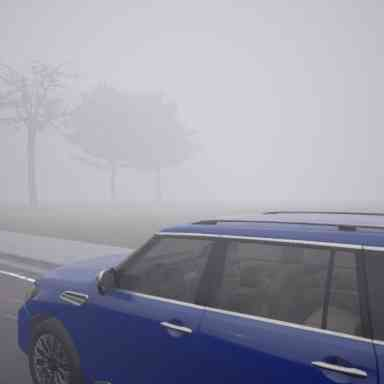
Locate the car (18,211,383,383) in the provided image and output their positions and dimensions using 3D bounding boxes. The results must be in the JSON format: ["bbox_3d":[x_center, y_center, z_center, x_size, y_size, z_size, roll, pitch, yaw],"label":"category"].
[{"bbox_3d":[0.568,1.222,3.286,5.566,2.045,2.150,0,0,35],"label":"car"}]
